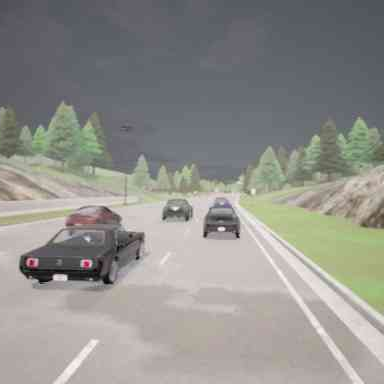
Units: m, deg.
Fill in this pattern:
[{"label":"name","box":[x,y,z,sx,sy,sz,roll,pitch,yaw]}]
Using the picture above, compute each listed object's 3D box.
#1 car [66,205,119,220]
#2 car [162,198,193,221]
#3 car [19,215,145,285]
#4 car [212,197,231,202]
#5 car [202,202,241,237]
[{"label":"car","box":[-5.388,1.457,18.525,1.812,1.442,4.674,1,0,5]},{"label":"car","box":[-1.092,1.323,27.340,2.097,1.767,4.553,1,0,5]},{"label":"car","box":[-2.666,1.567,9.411,1.895,1.301,4.718,1,0,5]},{"label":"car","box":[3.344,1.363,37.670,2.097,1.767,4.553,1,0,5]},{"label":"car","box":[1.605,1.510,18.142,1.837,1.490,4.892,1,0,5]}]
